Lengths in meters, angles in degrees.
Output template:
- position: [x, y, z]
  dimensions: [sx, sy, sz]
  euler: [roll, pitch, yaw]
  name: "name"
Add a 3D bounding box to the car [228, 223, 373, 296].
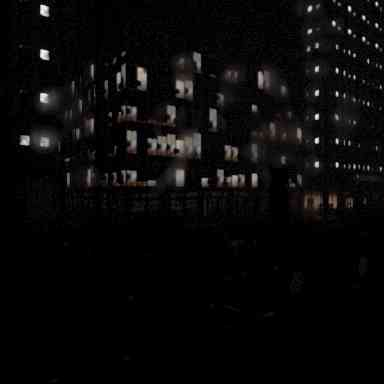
- position: [2.947, 1.548, 8.664]
  dimensions: [4.507, 1.381, 1.887]
  euler: [0, 0, -36]
  name: "car"
